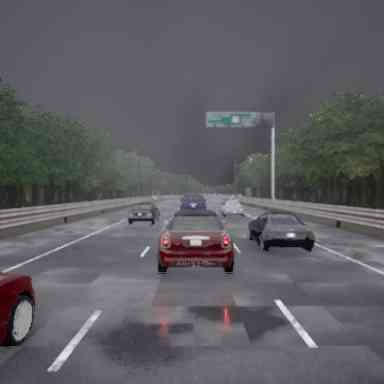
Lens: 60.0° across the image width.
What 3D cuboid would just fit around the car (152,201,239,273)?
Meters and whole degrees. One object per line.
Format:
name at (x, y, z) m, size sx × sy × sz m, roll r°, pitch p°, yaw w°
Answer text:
car at (0.102, 1.332, 10.801) m, size 2.097 × 1.767 × 4.553 m, roll 0°, pitch 0°, yaw 0°

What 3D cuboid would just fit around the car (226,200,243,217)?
car at (3.608, 1.477, 30.450) m, size 1.812 × 1.442 × 4.674 m, roll 0°, pitch 0°, yaw 0°

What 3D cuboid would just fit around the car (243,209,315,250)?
car at (3.603, 1.537, 14.104) m, size 1.994 × 1.385 × 4.181 m, roll 0°, pitch 0°, yaw 0°

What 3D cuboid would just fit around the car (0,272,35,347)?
car at (-3.405, 1.470, 3.260) m, size 1.882 × 1.535 × 5.008 m, roll 0°, pitch 0°, yaw 0°

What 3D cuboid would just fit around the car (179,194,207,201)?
car at (0.108, 1.174, 28.649) m, size 2.150 × 2.045 × 5.566 m, roll 0°, pitch 0°, yaw 0°

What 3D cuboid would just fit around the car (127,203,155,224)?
car at (-3.393, 1.506, 24.129) m, size 2.033 × 1.411 × 5.357 m, roll 0°, pitch 0°, yaw 0°
